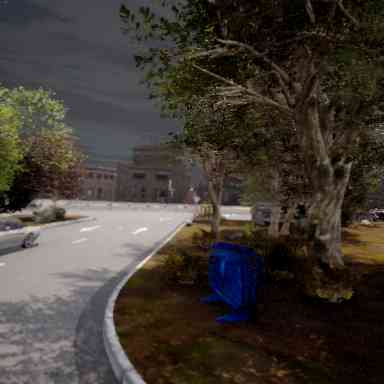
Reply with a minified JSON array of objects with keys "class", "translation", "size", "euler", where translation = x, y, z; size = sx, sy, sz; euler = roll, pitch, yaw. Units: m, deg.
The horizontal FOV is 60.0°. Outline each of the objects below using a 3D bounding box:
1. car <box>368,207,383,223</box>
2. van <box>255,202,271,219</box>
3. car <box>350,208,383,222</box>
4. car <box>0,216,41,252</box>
[{"class":"car","translation":[22.004,2.605,37.473],"size":[2.097,1.535,5.008],"euler":[1,0,4]},{"class":"van","translation":[8.180,2.248,38.638],"size":[1.878,1.987,4.442],"euler":[1,0,4]},{"class":"car","translation":[19.238,2.579,37.693],"size":[2.231,1.521,4.892],"euler":[1,0,4]},{"class":"car","translation":[-7.612,1.604,12.372],"size":[1.895,1.301,4.718],"euler":[4,-1,2]}]
